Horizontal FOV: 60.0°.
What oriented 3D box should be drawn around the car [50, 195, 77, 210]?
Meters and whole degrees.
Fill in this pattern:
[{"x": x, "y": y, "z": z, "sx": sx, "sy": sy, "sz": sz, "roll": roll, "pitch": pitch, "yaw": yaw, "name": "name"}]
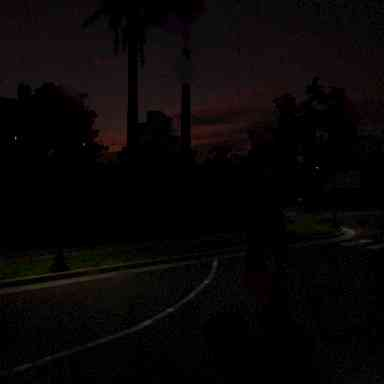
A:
[{"x": -15.203, "y": 1.128, "z": 38.263, "sx": 4.605, "sy": 1.855, "sz": 1.932, "roll": 0, "pitch": 0, "yaw": -37, "name": "car"}]
